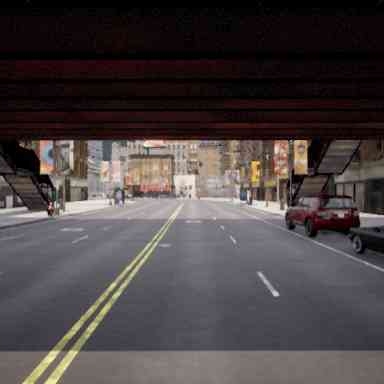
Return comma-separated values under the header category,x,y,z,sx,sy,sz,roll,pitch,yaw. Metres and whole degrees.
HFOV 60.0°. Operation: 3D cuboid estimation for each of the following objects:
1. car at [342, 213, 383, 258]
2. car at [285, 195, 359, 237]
category,x,y,z,sx,sy,sz,roll,pitch,yaw
car,6.725,1.541,10.214,1.895,1.301,4.718,0,0,0
car,6.680,1.176,17.611,2.435,2.045,5.566,0,0,0
